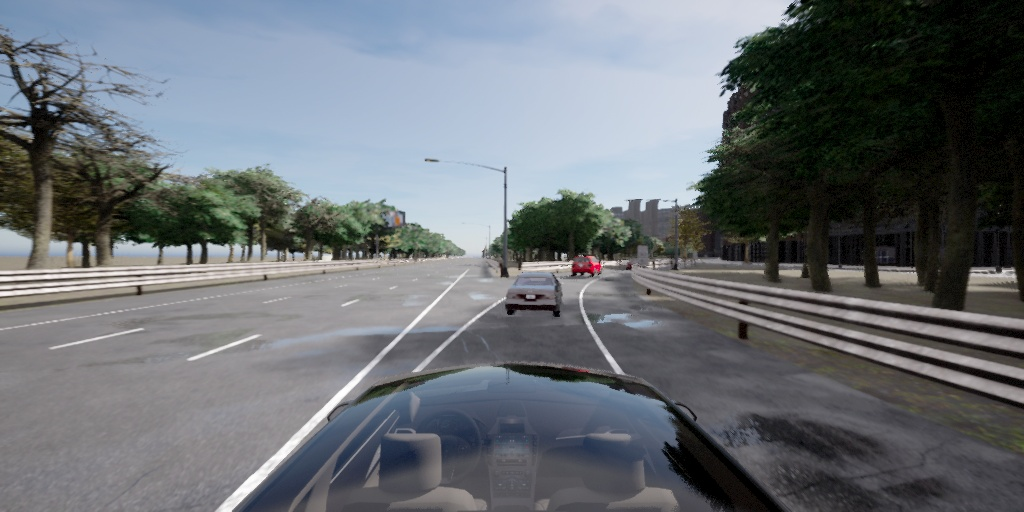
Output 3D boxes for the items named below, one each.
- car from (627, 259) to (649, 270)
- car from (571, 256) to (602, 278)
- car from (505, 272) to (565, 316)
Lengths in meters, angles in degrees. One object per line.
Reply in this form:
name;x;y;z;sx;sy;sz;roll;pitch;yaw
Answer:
car;19.337;1.208;55.031;2.097;1.767;4.553;0;0;38
car;7.581;1.050;36.082;2.150;2.045;5.566;0;0;24
car;0.962;1.310;13.597;2.033;1.411;5.357;0;0;9
